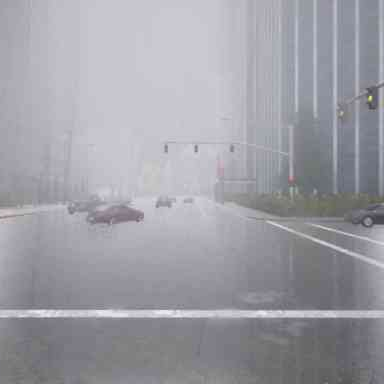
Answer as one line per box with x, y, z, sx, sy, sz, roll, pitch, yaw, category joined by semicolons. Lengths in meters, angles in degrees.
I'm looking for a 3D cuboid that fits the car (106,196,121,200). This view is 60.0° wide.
-11.176;1.564;44.316;1.994;1.385;4.181;0;0;-1;car

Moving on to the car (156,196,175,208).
-4.019;1.352;48.688;2.097;1.767;4.553;0;0;0;car

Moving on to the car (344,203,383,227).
12.630;1.505;21.981;4.892;1.490;1.837;0;0;0;car

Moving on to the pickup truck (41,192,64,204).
-24.331;1.059;59.937;2.390;2.098;6.274;0;0;30;pickup truck

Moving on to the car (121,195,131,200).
-11.251;1.352;54.523;2.097;1.767;4.553;0;0;-1;car

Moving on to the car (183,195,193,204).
-0.754;1.526;65.241;1.812;1.442;4.674;0;0;0;car

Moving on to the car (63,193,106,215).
-11.091;1.221;34.787;2.150;2.045;5.566;0;0;-1;car

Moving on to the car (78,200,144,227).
-5.281;1.526;23.092;1.812;1.442;4.674;1;0;29;car

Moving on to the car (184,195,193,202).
-0.841;1.387;75.492;1.882;1.535;5.008;0;0;0;car

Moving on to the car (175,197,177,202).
-4.300;1.596;72.497;1.895;1.301;4.718;0;0;0;car
